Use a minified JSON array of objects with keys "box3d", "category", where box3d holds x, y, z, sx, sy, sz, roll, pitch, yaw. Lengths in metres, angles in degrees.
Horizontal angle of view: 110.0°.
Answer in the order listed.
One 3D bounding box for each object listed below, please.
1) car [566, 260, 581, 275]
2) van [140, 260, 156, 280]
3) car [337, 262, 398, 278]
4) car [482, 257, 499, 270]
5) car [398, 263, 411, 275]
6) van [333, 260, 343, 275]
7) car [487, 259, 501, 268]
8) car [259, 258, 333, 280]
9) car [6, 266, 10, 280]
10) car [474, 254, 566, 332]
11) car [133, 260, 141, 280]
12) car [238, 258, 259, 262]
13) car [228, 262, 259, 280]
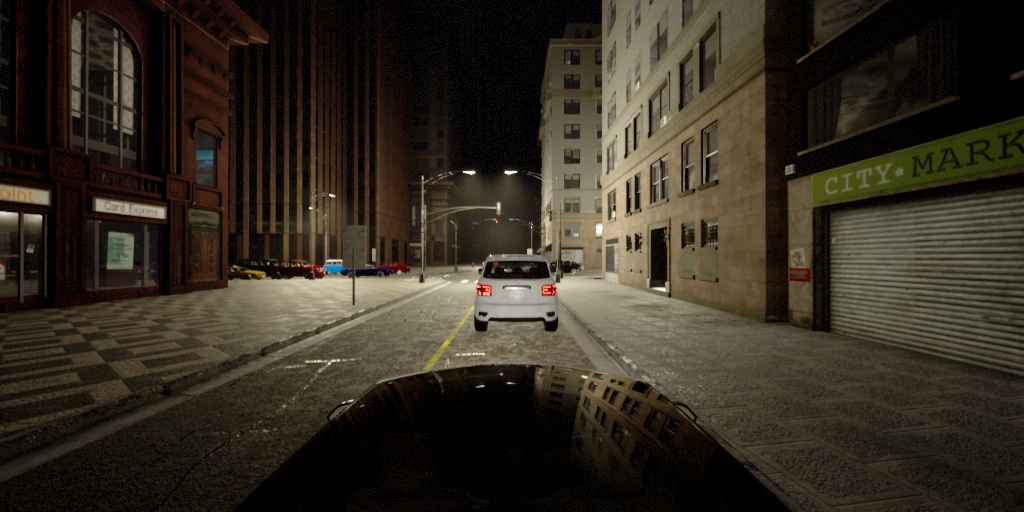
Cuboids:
[{"box3d":[4.742,1.185,36.981,4.892,1.490,1.837,0,-1,-19],"category":"car"},{"box3d":[-30.870,1.429,32.774,3.998,1.789,1.690,0,0,0],"category":"van"},{"box3d":[-14.145,1.500,35.285,4.718,1.301,1.895,-1,0,0],"category":"car"},{"box3d":[-3.111,1.087,51.765,2.097,1.767,4.553,0,0,1],"category":"car"},{"box3d":[-13.976,1.469,41.239,4.507,1.381,1.888,0,0,0],"category":"car"},{"box3d":[-19.600,1.333,41.259,3.998,1.789,1.690,0,0,0],"category":"van"},{"box3d":[-3.066,1.210,60.843,2.128,1.511,4.902,0,0,0],"category":"car"},{"box3d":[-19.621,1.267,32.733,5.009,1.841,2.192,0,0,0],"category":"car"},{"box3d":[-47.742,1.843,32.835,4.403,1.370,2.007,0,0,0],"category":"car"},{"box3d":[0.100,0.972,11.046,2.150,2.045,5.566,0,0,0],"category":"car"},{"box3d":[-34.465,1.366,35.370,5.566,2.045,2.150,-1,0,0],"category":"car"},{"box3d":[-24.110,1.240,35.314,5.566,2.045,2.150,-1,0,-1],"category":"car"},{"box3d":[-25.076,1.546,32.753,4.829,1.417,1.751,0,0,0],"category":"car"}]
